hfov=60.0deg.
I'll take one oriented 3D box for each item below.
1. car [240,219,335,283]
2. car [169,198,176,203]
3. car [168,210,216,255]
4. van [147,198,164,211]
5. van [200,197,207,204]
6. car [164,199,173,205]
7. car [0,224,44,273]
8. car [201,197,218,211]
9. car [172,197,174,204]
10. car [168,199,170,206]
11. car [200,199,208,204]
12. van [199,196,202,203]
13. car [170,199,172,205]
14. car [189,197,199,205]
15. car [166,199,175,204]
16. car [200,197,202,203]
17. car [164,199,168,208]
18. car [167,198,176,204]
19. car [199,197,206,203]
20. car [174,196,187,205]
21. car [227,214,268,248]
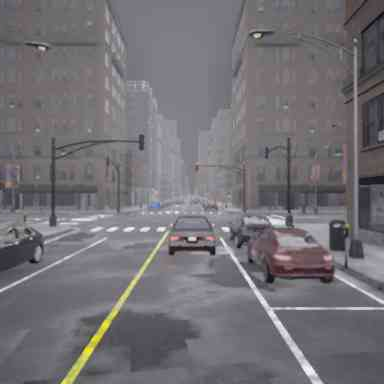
[{"bbox_3d":[2.674,1.678,9.659,1.802,1.307,4.206,0,-1,0],"label":"car"},{"bbox_3d":[-5.456,2.465,95.115,1.752,1.417,4.829,0,-1,0],"label":"car"},{"bbox_3d":[0.010,1.686,13.982,2.033,1.411,5.357,0,-1,0],"label":"car"},{"bbox_3d":[-5.684,1.838,49.943,1.690,1.788,3.998,0,-1,0],"label":"van"},{"bbox_3d":[3.042,2.228,89.585,1.690,1.788,3.998,0,-1,0],"label":"van"},{"bbox_3d":[-5.542,2.301,78.111,1.752,1.417,4.829,0,-1,0],"label":"car"},{"bbox_3d":[-5.852,1.647,9.659,2.008,1.369,4.403,0,-1,0],"label":"car"},{"bbox_3d":[2.842,1.937,49.902,1.967,1.590,4.097,0,-1,0],"label":"car"},{"bbox_3d":[-5.570,2.288,72.613,1.947,1.339,4.313,0,-1,0],"label":"car"},{"bbox_3d":[-5.626,2.176,61.277,1.947,1.339,4.313,0,-1,0],"label":"car"},{"bbox_3d":[3.014,2.383,83.914,2.008,1.369,4.403,0,-1,0],"label":"car"},{"bbox_3d":[2.956,2.063,72.578,1.690,1.788,3.998,0,-1,0],"label":"van"},{"bbox_3d":[-5.598,2.249,66.945,1.802,1.307,4.206,0,-1,0],"label":"car"},{"bbox_3d":[0.320,2.350,78.669,1.895,1.301,4.718,0,-1,0],"label":"car"},{"bbox_3d":[-5.512,2.399,83.949,1.947,1.339,4.313,0,-1,0],"label":"car"},{"bbox_3d":[2.899,2.050,61.239,1.967,1.590,4.097,0,-1,0],"label":"car"},{"bbox_3d":[-5.655,1.994,55.610,1.967,1.590,4.097,0,-1,0],"label":"car"},{"bbox_3d":[-5.483,2.432,89.616,1.887,1.381,4.507,0,-1,0],"label":"car"},{"bbox_3d":[3.071,2.381,95.253,1.967,1.590,4.097,0,-1,0],"label":"car"},{"bbox_3d":[-2.690,2.316,76.797,1.994,1.385,4.181,0,-1,0],"label":"car"},{"bbox_3d":[2.677,1.702,15.252,2.008,1.369,4.403,0,-1,0],"label":"car"}]
